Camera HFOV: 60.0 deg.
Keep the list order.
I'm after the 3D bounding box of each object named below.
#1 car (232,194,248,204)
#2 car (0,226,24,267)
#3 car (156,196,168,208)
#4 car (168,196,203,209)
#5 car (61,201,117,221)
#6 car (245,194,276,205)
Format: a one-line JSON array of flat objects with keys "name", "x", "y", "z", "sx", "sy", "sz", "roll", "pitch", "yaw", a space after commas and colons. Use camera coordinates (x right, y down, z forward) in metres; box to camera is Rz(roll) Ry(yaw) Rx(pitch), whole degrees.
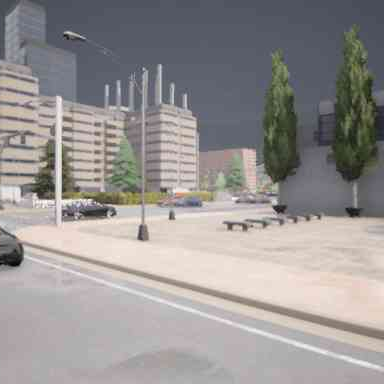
[{"name": "car", "x": 9.844, "y": 1.611, "z": 62.544, "sx": 1.994, "sy": 1.385, "sz": 4.181, "roll": 0, "pitch": 0, "yaw": 42}, {"name": "car", "x": -6.915, "y": 1.542, "z": 10.299, "sx": 4.181, "sy": 1.385, "sz": 1.994, "roll": 0, "pitch": 0, "yaw": 42}, {"name": "car", "x": -3.082, "y": 1.338, "z": 48.525, "sx": 2.097, "sy": 1.767, "sz": 4.553, "roll": 0, "pitch": 0, "yaw": 42}, {"name": "car", "x": -0.584, "y": 1.346, "z": 46.070, "sx": 2.097, "sy": 1.767, "sz": 4.553, "roll": 0, "pitch": 0, "yaw": 43}, {"name": "car", "x": -8.391, "y": 1.463, "z": 26.920, "sx": 2.128, "sy": 1.511, "sz": 4.902, "roll": 0, "pitch": 0, "yaw": 42}, {"name": "car", "x": 12.429, "y": 1.612, "z": 60.185, "sx": 2.033, "sy": 1.411, "sz": 5.357, "roll": 0, "pitch": 0, "yaw": 42}]
